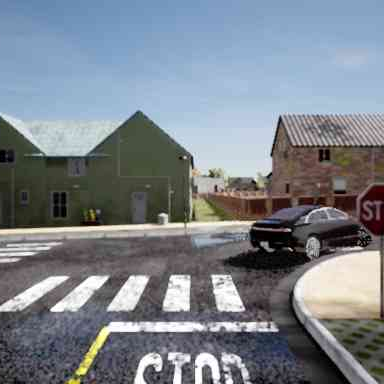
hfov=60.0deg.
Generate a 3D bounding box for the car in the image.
[{"bbox_3d":[4.082,1.202,11.126,4.902,1.511,2.128,-3,0,-36],"label":"car"}]
